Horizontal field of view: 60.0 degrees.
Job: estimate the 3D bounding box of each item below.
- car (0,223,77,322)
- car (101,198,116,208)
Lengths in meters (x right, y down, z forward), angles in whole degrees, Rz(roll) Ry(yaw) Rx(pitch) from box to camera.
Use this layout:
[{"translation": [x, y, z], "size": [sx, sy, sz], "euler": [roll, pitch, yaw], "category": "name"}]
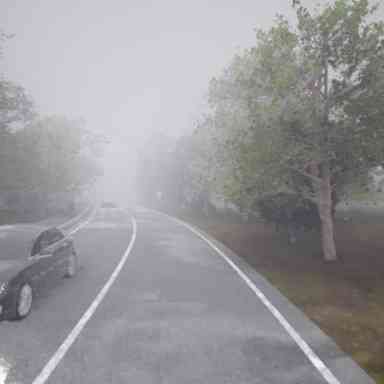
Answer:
[{"translation": [-3.965, 1.526, 7.330], "size": [1.837, 1.490, 4.892], "euler": [0, 0, -4], "category": "car"}, {"translation": [-12.142, 1.575, 48.554], "size": [1.812, 1.442, 4.674], "euler": [1, 0, -15], "category": "car"}]
